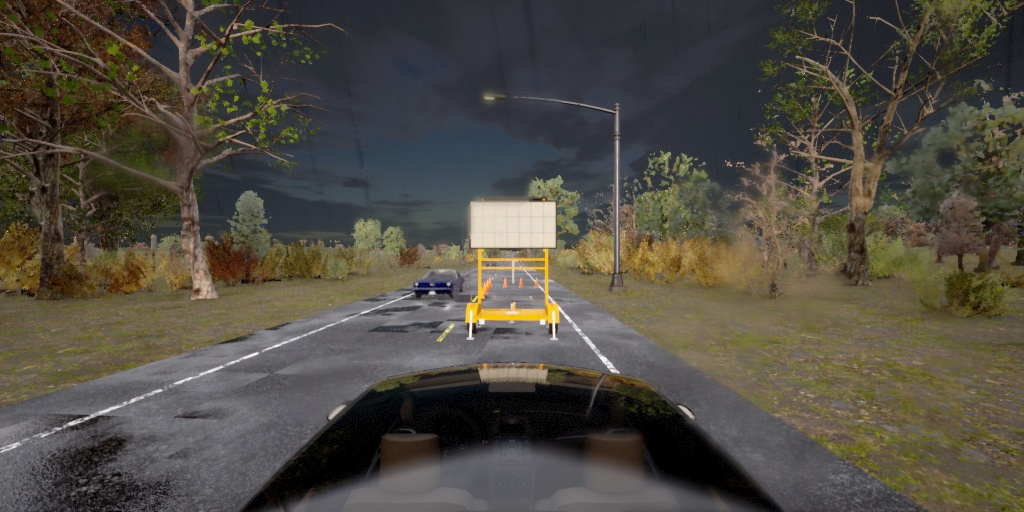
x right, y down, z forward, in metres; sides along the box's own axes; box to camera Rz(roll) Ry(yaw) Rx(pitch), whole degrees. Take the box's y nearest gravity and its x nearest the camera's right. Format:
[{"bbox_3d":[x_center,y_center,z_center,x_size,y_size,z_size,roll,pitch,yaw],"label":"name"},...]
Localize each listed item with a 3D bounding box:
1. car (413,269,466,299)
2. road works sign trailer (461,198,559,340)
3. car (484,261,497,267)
[{"bbox_3d":[-3.552,1.344,18.202,1.895,1.301,4.718,0,0,0],"label":"car"},{"bbox_3d":[0.038,0.211,9.951,2.380,3.560,2.880,0,0,1],"label":"road works sign trailer"},{"bbox_3d":[-3.624,1.225,61.686,1.837,1.490,4.892,0,-1,0],"label":"car"}]
